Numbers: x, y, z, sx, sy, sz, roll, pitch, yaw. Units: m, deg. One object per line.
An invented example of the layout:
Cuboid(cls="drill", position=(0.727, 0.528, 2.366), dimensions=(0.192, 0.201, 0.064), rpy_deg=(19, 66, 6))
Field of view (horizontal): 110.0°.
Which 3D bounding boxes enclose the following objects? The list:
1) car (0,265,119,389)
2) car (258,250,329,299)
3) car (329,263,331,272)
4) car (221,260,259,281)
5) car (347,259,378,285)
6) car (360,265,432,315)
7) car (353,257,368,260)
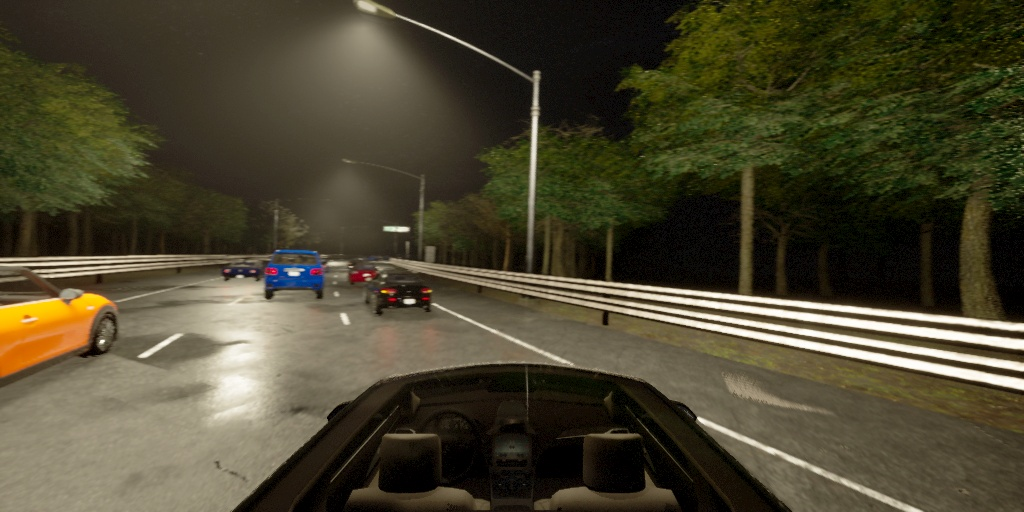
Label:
Cuboid(cls="car", position=(-7.456, 0.865, 4.692), dimensions=(2.097, 1.767, 4.553), rpy_deg=(2, -1, -29))
Cuboid(cls="car", position=(-9.833, 0.762, 16.538), dimensions=(2.150, 2.045, 5.566), rpy_deg=(2, 0, -27))
Cuboid(cls="car", position=(-18.610, 0.934, 34.554), dimensions=(2.033, 1.411, 5.357), rpy_deg=(2, -1, -24))
Cuboid(cls="car", position=(-17.283, 0.937, 23.542), dimensions=(1.895, 1.301, 4.718), rpy_deg=(2, -1, -26))
Cuboid(cls="car", position=(-10.045, 1.167, 24.433), dimensions=(1.994, 1.385, 4.181), rpy_deg=(2, -1, -26))
Cuboid(cls="car", position=(-4.277, 1.233, 13.225), dimensions=(1.812, 1.442, 4.674), rpy_deg=(2, -1, -28))
Cuboid(cls="car", position=(-17.941, 0.997, 41.389), dimensions=(1.812, 1.442, 4.674), rpy_deg=(2, -1, -24))
